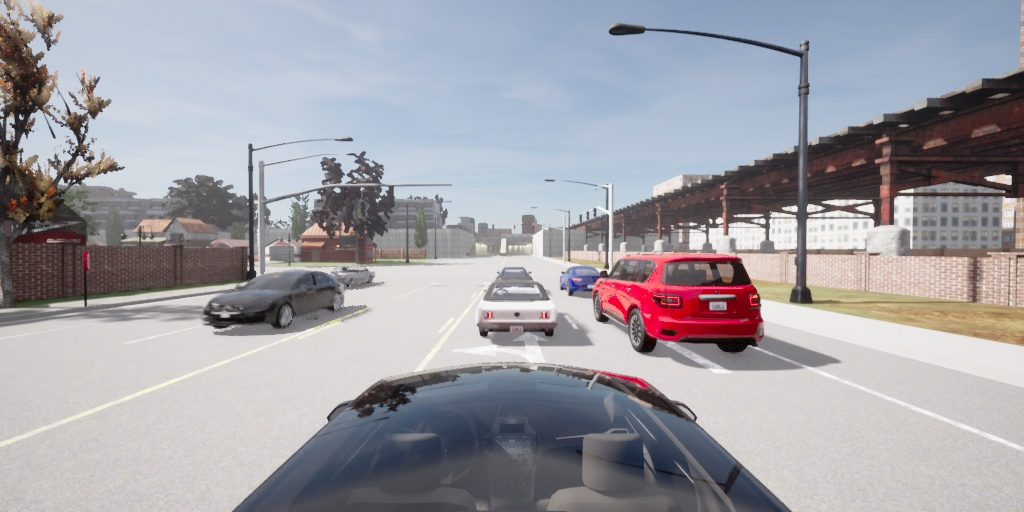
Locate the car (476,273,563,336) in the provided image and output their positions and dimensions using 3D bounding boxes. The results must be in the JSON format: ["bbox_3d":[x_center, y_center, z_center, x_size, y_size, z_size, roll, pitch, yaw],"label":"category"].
[{"bbox_3d":[0.107,1.334,10.234,1.895,1.301,4.718,0,0,0],"label":"car"}]

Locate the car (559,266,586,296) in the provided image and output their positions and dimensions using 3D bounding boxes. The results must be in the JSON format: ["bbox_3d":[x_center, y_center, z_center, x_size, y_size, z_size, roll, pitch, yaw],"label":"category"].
[{"bbox_3d":[3.615,1.220,18.683,1.812,1.442,4.674,0,0,0],"label":"car"}]

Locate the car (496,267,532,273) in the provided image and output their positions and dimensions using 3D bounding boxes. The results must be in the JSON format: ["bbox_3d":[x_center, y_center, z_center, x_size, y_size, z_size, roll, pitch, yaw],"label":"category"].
[{"bbox_3d":[0.113,1.254,18.986,1.994,1.385,4.181,0,0,0],"label":"car"}]

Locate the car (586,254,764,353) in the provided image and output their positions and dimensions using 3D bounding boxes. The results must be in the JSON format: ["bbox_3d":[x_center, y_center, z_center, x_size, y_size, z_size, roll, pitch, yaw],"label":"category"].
[{"bbox_3d":[3.607,0.961,8.982,2.150,2.045,5.566,0,0,0],"label":"car"}]

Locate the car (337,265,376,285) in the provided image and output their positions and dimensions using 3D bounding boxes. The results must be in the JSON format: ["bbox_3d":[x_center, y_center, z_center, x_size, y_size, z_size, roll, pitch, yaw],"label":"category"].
[{"bbox_3d":[-10.486,1.266,22.944,1.895,1.301,4.718,0,0,0],"label":"car"}]

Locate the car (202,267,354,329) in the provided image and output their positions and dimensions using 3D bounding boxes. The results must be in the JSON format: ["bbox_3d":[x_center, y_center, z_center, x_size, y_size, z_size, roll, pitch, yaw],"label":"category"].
[{"bbox_3d":[-7.076,1.235,11.286,1.837,1.490,4.892,0,0,0],"label":"car"}]
